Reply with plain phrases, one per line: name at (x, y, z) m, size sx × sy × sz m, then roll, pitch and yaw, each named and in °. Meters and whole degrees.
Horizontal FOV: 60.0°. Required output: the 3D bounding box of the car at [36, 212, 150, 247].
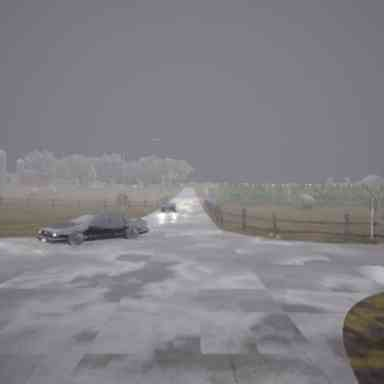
car at (-4.512, 1.714, 16.154) m, size 2.033 × 1.411 × 5.357 m, roll 1°, pitch 0°, yaw 42°

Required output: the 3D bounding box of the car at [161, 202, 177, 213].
car at (-2.898, 1.882, 41.979) m, size 1.895 × 1.301 × 4.718 m, roll 0°, pitch 0°, yaw 0°
